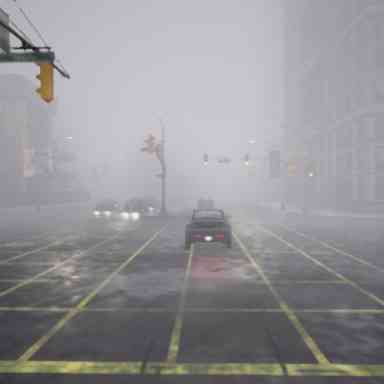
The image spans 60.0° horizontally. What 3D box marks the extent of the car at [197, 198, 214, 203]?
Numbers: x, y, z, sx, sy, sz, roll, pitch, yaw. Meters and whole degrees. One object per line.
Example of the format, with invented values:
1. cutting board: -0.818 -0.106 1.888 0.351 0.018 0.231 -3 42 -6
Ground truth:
1. car: 1.559 1.389 38.921 2.128 1.511 4.902 0 0 2

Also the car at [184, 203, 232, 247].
1. car: 0.701 1.465 14.807 1.837 1.490 4.892 0 0 2

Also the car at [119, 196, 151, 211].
1. car: -6.570 1.438 39.063 2.128 1.511 4.902 0 0 3

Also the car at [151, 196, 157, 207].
1. car: -6.226 1.427 48.524 1.837 1.490 4.892 0 0 2

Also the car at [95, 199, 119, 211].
1. car: -10.035 1.530 39.840 1.994 1.385 4.181 0 0 3
